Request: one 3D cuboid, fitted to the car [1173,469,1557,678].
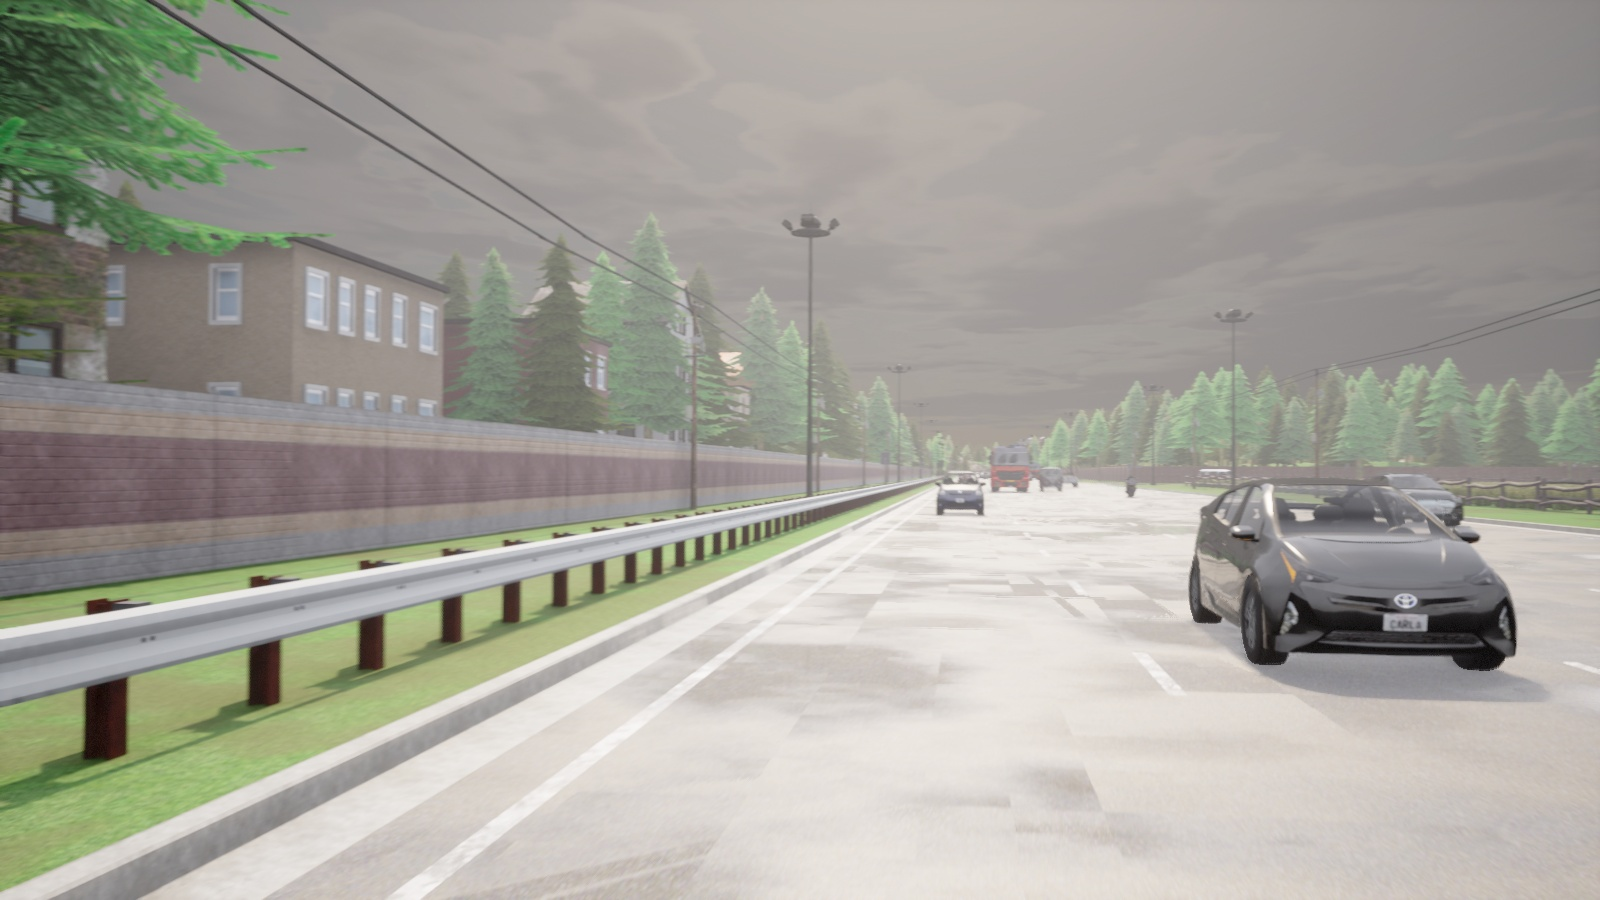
[{"bbox_3d":[4.827,0.943,11.534,2.007,1.525,4.514,0,-1,8],"label":"car"}]

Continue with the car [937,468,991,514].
[{"bbox_3d":[6.020,1.470,46.022,1.851,1.617,3.988,0,-1,8],"label":"car"}]

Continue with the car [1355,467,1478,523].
[{"bbox_3d":[19.255,1.361,39.486,2.033,1.649,4.856,0,-1,8],"label":"car"}]

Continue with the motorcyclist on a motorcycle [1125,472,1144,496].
[{"bbox_3d":[21.229,2.135,79.670,0.866,1.530,2.191,0,-1,8],"label":"motorcyclist on a motorcycle"}]
